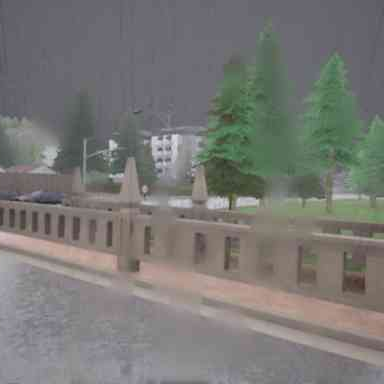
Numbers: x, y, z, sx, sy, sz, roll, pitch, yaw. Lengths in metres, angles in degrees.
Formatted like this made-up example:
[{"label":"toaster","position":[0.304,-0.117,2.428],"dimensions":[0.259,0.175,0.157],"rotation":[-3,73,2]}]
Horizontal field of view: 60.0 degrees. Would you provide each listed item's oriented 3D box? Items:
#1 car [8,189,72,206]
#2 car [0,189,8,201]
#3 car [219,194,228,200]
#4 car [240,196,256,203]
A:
[{"label":"car","position":[-13.870,0.571,31.333],"dimensions":[2.033,1.411,5.357],"rotation":[3,1,38]},{"label":"car","position":[-17.924,0.446,31.793],"dimensions":[2.033,1.411,5.357],"rotation":[3,1,37]},{"label":"car","position":[6.173,0.780,51.811],"dimensions":[1.895,1.301,4.718],"rotation":[3,1,38]},{"label":"car","position":[9.070,0.792,49.833],"dimensions":[2.128,1.511,4.902],"rotation":[3,1,38]}]
